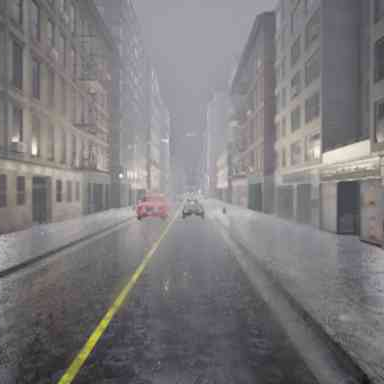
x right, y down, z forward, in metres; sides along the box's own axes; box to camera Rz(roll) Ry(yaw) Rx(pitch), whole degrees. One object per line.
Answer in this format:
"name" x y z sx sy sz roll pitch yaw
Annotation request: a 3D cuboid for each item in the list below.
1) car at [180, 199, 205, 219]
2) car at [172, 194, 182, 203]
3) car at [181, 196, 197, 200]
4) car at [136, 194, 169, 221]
"car" 0.106 1.584 29.143 1.895 1.301 4.718 0 0 0
"car" -2.985 1.287 68.354 2.097 1.767 4.553 0 0 0
"car" 0.046 1.469 45.775 2.128 1.511 4.902 0 0 1
"car" -3.090 1.205 27.183 2.150 2.045 5.566 0 0 0
